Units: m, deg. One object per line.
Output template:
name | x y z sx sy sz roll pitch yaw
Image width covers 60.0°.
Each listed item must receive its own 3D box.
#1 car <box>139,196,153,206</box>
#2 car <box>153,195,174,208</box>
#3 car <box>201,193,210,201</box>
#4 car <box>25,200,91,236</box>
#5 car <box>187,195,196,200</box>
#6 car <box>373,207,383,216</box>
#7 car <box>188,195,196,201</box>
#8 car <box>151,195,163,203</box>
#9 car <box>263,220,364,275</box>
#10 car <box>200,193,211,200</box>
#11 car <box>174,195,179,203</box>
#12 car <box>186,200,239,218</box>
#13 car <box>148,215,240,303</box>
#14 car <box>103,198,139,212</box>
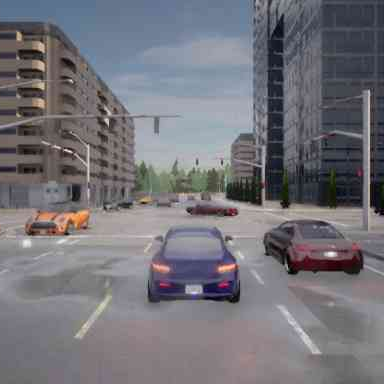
car | -7.473 1.466 54.090 1.882 1.535 5.008 0 0 0
car | -3.983 1.468 47.243 1.882 1.535 5.008 0 0 0
car | 3.459 1.207 87.802 2.150 2.045 5.566 0 0 1
car | -7.157 1.357 18.187 2.097 1.767 4.553 0 0 0
car | -0.151 1.524 77.431 2.033 1.411 5.357 0 0 1
car | 19.459 1.650 30.678 4.718 1.301 1.895 0 0 0
car | -0.041 1.507 87.775 2.128 1.511 4.902 0 0 1
car | -7.241 1.490 69.244 1.837 1.490 4.892 0 0 1
car | 3.556 1.562 10.496 1.994 1.385 4.181 0 0 0
car | 3.350 1.339 77.639 2.097 1.767 4.553 0 0 1
car | -3.779 1.337 67.628 2.097 1.767 4.553 0 0 1
car | 1.793 1.621 29.757 4.718 1.301 1.895 0 0 39
car | 0.047 1.524 8.073 1.812 1.442 4.674 0 0 0
car | -8.541 1.499 39.102 2.128 1.511 4.902 0 1 17
